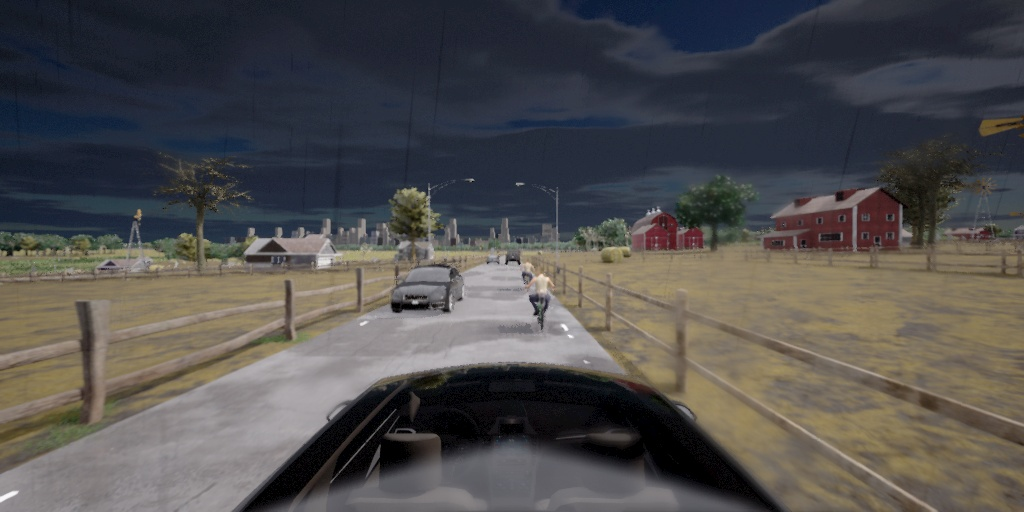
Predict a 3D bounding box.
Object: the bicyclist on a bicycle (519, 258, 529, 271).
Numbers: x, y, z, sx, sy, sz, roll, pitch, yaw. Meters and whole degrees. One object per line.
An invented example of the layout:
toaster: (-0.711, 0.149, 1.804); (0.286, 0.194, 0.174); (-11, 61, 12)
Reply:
bicyclist on a bicycle: (0.784, 0.928, 18.307); (0.866, 1.612, 1.509); (0, 1, 0)

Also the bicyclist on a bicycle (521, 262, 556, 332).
bicyclist on a bicycle: (0.747, 1.067, 9.365); (0.866, 1.612, 1.509); (0, 1, 0)

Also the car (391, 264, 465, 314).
car: (-2.845, 1.079, 12.967); (1.837, 1.490, 4.892); (0, 1, 0)

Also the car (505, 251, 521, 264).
car: (0.121, 0.214, 55.377); (2.150, 2.045, 5.566); (0, 1, 0)

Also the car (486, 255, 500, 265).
car: (-2.806, 0.540, 53.534); (1.812, 1.442, 4.674); (0, 1, 0)
